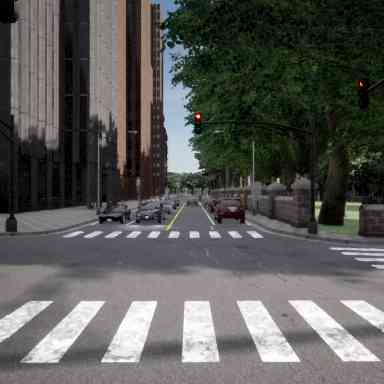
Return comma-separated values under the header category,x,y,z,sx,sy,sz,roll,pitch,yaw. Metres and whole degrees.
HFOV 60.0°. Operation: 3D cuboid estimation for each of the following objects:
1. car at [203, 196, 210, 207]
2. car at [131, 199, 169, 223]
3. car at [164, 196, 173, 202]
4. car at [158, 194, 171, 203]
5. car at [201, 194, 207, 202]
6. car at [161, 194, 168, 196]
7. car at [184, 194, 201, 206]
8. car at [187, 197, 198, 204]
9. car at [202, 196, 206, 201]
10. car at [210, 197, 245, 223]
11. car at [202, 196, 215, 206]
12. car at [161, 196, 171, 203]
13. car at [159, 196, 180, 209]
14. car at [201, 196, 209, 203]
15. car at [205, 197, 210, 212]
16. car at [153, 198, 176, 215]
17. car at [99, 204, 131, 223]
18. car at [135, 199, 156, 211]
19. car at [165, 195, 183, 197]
category,x,y,z,sx,sy,sz,roll,pitch,yaw
car,2.807,1.579,41.617,2.008,1.369,4.403,0,0,0
car,-3.079,1.516,25.520,1.837,1.490,4.892,0,0,1
car,-5.678,1.620,79.818,1.887,1.381,4.507,0,0,0
car,-5.689,1.374,68.904,2.192,1.841,5.009,0,0,0
car,2.819,1.481,52.530,1.967,1.590,4.097,0,0,0
car,-5.695,1.635,63.447,1.802,1.307,4.206,0,0,0
car,0.115,1.536,55.806,2.128,1.511,4.902,0,0,1
car,0.070,1.620,65.786,1.994,1.385,4.181,0,0,0
car,2.813,1.585,47.074,2.008,1.369,4.403,0,0,0
car,2.790,1.326,25.248,2.192,1.841,5.009,0,0,0
car,2.825,1.487,57.987,1.967,1.590,4.097,0,0,0
car,-5.683,1.612,74.361,1.887,1.381,4.507,0,0,0
car,-3.045,1.595,43.976,1.994,1.385,4.181,0,0,0
car,2.842,1.593,74.526,1.752,1.417,4.829,0,0,0
car,2.802,1.588,36.161,1.947,1.339,4.313,0,0,0
car,-3.062,1.621,34.775,1.895,1.301,4.718,0,0,0
car,-5.735,1.576,25.248,1.947,1.339,4.313,0,0,0
car,-5.718,1.579,41.618,2.008,1.369,4.403,0,0,0
car,-2.997,1.590,54.120,2.033,1.411,5.357,0,0,0
